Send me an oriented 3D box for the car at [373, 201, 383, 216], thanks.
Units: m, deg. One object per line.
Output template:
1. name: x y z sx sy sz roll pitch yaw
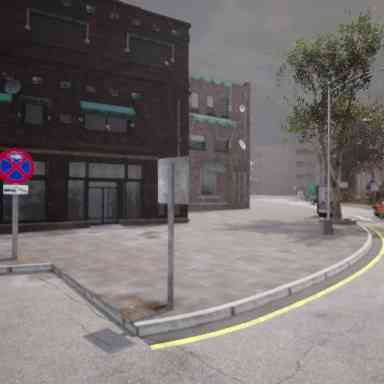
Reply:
1. car: 16.451 1.208 26.917 2.097 1.767 4.553 0 1 9

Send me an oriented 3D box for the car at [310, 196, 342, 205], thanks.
1. car: 16.672 0.950 41.723 2.128 1.511 4.902 0 2 -10
